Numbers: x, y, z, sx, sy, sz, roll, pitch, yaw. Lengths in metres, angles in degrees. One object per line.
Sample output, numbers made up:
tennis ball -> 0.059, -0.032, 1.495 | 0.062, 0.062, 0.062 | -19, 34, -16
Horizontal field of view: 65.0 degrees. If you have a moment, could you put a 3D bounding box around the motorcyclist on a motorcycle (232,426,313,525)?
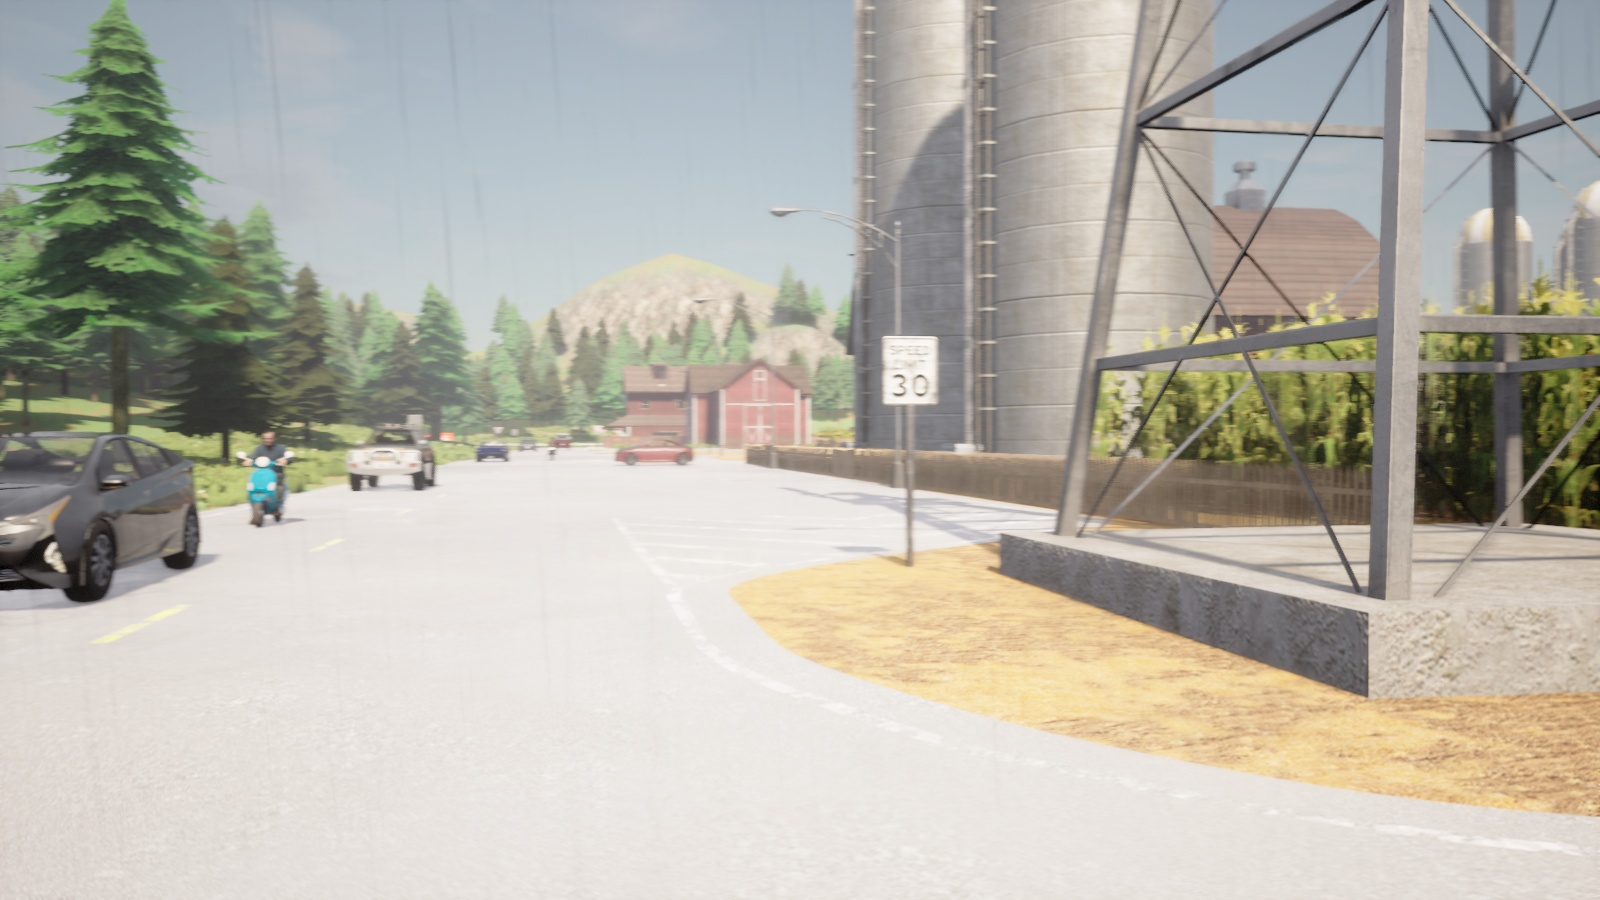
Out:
motorcyclist on a motorcycle -> -8.855, 0.399, 21.149 | 0.866, 1.590, 1.817 | 0, 0, -10

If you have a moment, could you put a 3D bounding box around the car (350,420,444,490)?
car -> -11.361, 0.104, 35.692 | 1.932, 1.855, 4.605 | 0, 1, -10

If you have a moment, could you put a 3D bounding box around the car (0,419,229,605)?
car -> -7.357, 0.487, 12.458 | 2.007, 1.525, 4.514 | 0, 1, -10

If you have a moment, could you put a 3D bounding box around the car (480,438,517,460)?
car -> -18.523, -0.063, 77.240 | 1.895, 1.301, 4.718 | 0, 1, -10
